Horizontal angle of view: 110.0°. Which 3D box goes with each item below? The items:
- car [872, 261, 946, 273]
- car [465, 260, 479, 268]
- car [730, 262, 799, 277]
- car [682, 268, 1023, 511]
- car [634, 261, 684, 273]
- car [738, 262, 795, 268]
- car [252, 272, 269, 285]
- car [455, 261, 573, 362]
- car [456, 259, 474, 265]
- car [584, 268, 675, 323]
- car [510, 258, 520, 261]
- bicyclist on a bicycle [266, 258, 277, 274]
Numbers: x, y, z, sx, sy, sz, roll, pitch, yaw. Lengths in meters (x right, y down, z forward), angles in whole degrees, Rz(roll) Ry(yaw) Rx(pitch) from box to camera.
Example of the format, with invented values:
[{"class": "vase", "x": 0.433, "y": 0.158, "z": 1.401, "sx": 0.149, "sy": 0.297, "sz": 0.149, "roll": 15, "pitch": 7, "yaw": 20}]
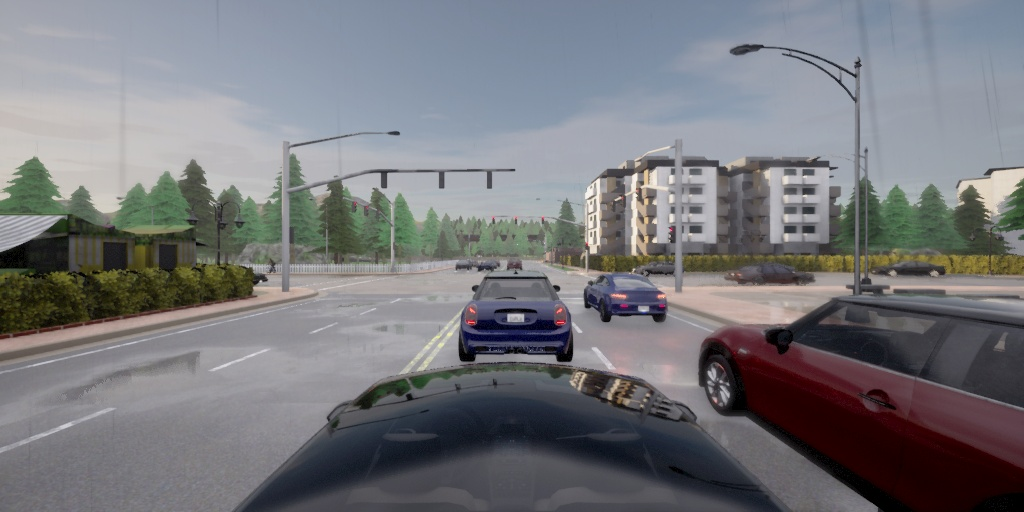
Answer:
[{"class": "car", "x": 37.103, "y": 1.227, "z": 33.702, "sx": 5.008, "sy": 1.535, "sz": 1.882, "roll": 0, "pitch": 0, "yaw": 15}, {"class": "car", "x": -6.739, "y": 1.313, "z": 60.818, "sx": 1.994, "sy": 1.385, "sz": 4.181, "roll": 0, "pitch": 0, "yaw": 0}, {"class": "car", "x": 24.746, "y": 1.297, "z": 35.229, "sx": 5.357, "sy": 1.411, "sz": 2.033, "roll": 0, "pitch": 0, "yaw": 0}, {"class": "car", "x": 3.605, "y": 1.102, "z": 3.104, "sx": 2.097, "sy": 1.767, "sz": 4.553, "roll": 0, "pitch": 0, "yaw": 0}, {"class": "car", "x": 14.250, "y": 1.241, "z": 34.975, "sx": 4.902, "sy": 1.511, "sz": 2.128, "roll": 0, "pitch": 0, "yaw": -2}, {"class": "car", "x": 17.490, "y": 1.297, "z": 24.473, "sx": 5.357, "sy": 1.411, "sz": 2.033, "roll": 0, "pitch": 0, "yaw": -3}, {"class": "car", "x": -19.362, "y": 1.297, "z": 23.793, "sx": 5.357, "sy": 1.411, "sz": 2.033, "roll": 0, "pitch": 0, "yaw": -1}, {"class": "car", "x": 0.093, "y": 1.102, "z": 8.383, "sx": 2.097, "sy": 1.767, "sz": 4.553, "roll": 0, "pitch": 0, "yaw": 1}, {"class": "car", "x": -6.797, "y": 1.227, "z": 50.901, "sx": 1.882, "sy": 1.535, "sz": 5.008, "roll": 0, "pitch": 0, "yaw": 0}, {"class": "car", "x": 3.646, "y": 1.276, "z": 12.093, "sx": 1.812, "sy": 1.442, "sz": 4.674, "roll": 0, "pitch": 0, "yaw": 1}, {"class": "car", "x": 0.391, "y": 1.102, "z": 53.390, "sx": 2.097, "sy": 1.767, "sz": 4.553, "roll": 0, "pitch": 0, "yaw": 0}, {"class": "bicyclist on a bicycle", "x": -25.591, "y": 1.052, "z": 38.158, "sx": 0.582, "sy": 1.620, "sz": 1.656, "roll": 0, "pitch": 0, "yaw": -1}]
